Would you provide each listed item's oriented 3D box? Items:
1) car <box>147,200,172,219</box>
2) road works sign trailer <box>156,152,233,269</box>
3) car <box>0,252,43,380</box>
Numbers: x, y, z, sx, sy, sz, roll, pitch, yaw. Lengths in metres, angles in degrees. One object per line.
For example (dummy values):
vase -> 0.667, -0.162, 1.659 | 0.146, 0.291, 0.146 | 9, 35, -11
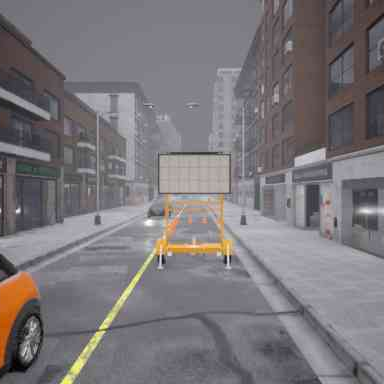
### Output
car -> -2.787, 1.495, 29.405 | 1.837, 1.490, 4.892 | 0, 0, 0
road works sign trailer -> 0.080, 0.463, 11.159 | 2.380, 3.560, 2.880 | 0, 0, 0
car -> -3.082, 1.352, 2.611 | 2.097, 1.767, 4.553 | 0, 0, 0
